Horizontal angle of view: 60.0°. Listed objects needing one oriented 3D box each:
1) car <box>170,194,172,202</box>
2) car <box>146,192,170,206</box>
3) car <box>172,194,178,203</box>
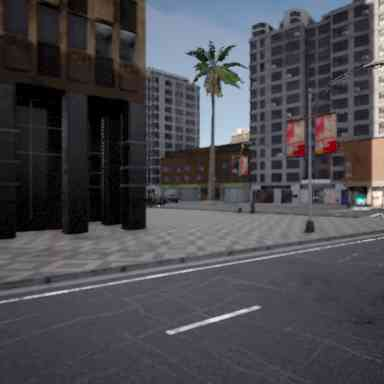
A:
[{"bbox_3d":[-6.289,1.346,58.826,4.674,1.442,1.812,0,0,45],"label":"car"},{"bbox_3d":[-6.301,1.081,49.695,5.566,2.045,2.150,1,1,43],"label":"car"},{"bbox_3d":[-4.722,1.163,61.846,4.553,1.767,2.097,0,0,45],"label":"car"}]
